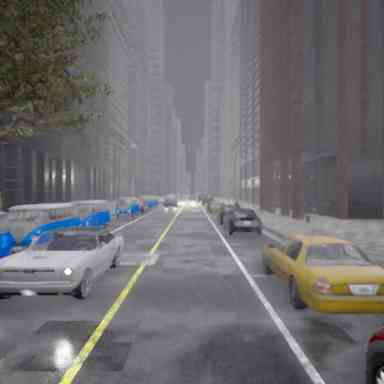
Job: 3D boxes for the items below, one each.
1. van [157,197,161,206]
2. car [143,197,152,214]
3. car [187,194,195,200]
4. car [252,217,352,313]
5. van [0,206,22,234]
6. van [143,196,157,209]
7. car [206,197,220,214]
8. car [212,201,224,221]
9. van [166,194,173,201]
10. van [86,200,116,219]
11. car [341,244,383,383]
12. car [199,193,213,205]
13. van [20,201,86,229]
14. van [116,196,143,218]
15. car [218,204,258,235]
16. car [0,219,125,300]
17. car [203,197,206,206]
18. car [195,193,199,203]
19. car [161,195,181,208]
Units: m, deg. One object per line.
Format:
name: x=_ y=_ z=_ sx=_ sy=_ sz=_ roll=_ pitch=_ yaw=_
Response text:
van: x=-5.769 y=1.393 z=46.805 sx=1.690 sy=1.788 sz=3.998 roll=0 pitch=0 yaw=0
car: x=-5.768 y=1.582 z=35.567 sx=1.887 sy=1.381 sz=4.507 roll=0 pitch=0 yaw=0
car: x=-0.015 y=1.492 z=91.402 sx=1.837 sy=1.490 sz=4.892 roll=0 pitch=0 yaw=0
car: x=2.762 y=1.532 z=7.653 sx=1.752 sy=1.417 sz=4.829 roll=0 pitch=0 yaw=0
van: x=-5.763 y=1.348 z=7.476 sx=1.690 sy=1.788 sz=3.998 roll=0 pitch=0 yaw=0
van: x=-5.768 y=1.386 z=41.186 sx=1.690 sy=1.788 sz=3.998 roll=0 pitch=0 yaw=0
car: x=2.757 y=1.563 z=35.747 sx=1.752 sy=1.417 sz=4.829 roll=0 pitch=0 yaw=0
car: x=2.759 y=1.590 z=24.339 sx=1.947 sy=1.339 sz=4.313 roll=0 pitch=0 yaw=0
van: x=-5.776 y=1.462 z=86.133 sx=1.690 sy=1.788 sz=3.998 roll=0 pitch=0 yaw=0
van: x=-5.765 y=1.359 z=18.713 sx=1.690 sy=1.788 sz=3.998 roll=0 pitch=0 yaw=0
car: x=2.763 y=1.442 z=1.865 sx=1.967 sy=1.590 sz=4.097 roll=0 pitch=0 yaw=0
car: x=2.753 y=1.384 z=58.053 sx=2.192 sy=1.841 sz=5.009 roll=0 pitch=0 yaw=0
van: x=-5.764 y=1.353 z=13.094 sx=1.690 sy=1.788 sz=3.998 roll=0 pitch=0 yaw=0
van: x=-5.767 y=1.372 z=29.949 sx=1.690 sy=1.788 sz=3.998 roll=0 pitch=0 yaw=0
car: x=2.760 y=1.584 z=18.721 sx=1.947 sy=1.339 sz=4.313 roll=0 pitch=0 yaw=0
car: x=-3.103 y=1.608 z=8.515 sx=1.895 sy=1.301 sz=4.718 roll=0 pitch=0 yaw=0
car: x=2.756 y=1.611 z=41.196 sx=1.947 sy=1.339 sz=4.313 roll=0 pitch=0 yaw=0
car: x=2.382 y=1.324 z=73.305 sx=2.150 sy=2.045 sz=5.566 roll=0 pitch=0 yaw=0
car: x=-3.089 y=1.604 z=49.722 sx=2.033 sy=1.411 sz=5.357 roll=0 pitch=0 yaw=0
